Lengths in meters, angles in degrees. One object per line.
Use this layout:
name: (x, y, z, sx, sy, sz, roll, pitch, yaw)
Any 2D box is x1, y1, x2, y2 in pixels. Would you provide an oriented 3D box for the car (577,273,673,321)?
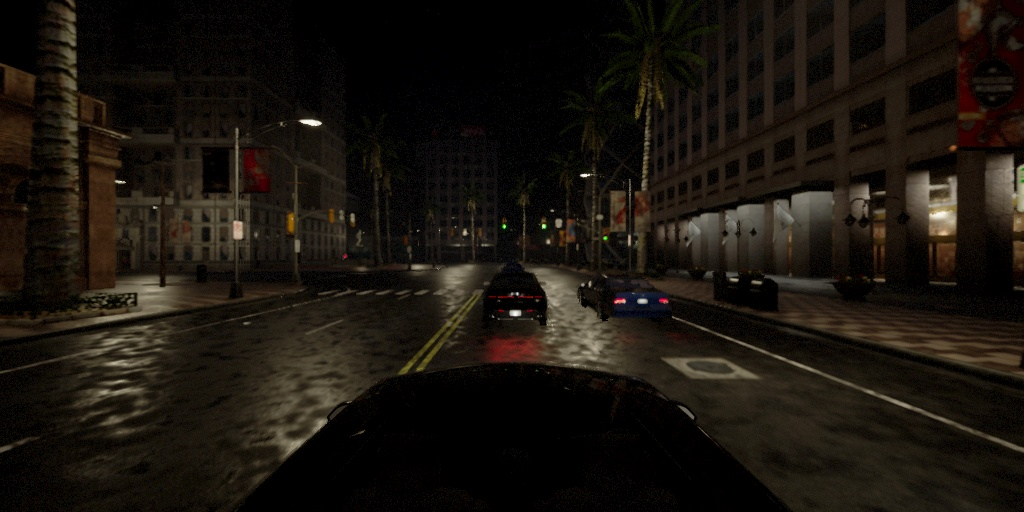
car: (3.595, 1.294, 12.384, 2.033, 1.411, 5.357, 0, 0, 0)

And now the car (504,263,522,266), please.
car: (0.082, 1.267, 27.637, 1.812, 1.442, 4.674, 0, 0, 0)

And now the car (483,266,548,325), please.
car: (0.092, 1.251, 11.816, 1.837, 1.490, 4.892, 0, 0, 0)
